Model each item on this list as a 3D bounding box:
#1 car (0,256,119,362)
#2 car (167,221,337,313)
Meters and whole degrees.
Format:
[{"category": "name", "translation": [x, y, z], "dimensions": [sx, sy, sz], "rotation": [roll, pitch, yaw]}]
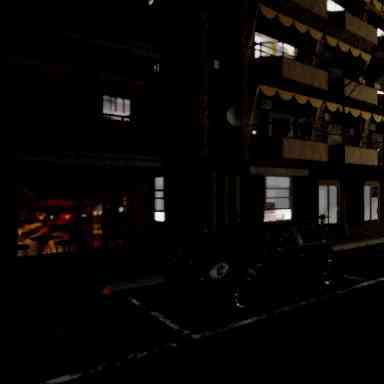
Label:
[{"category": "car", "translation": [-3.068, 1.582, 4.379], "dimensions": [4.206, 1.307, 1.802], "rotation": [0, 0, -36]}, {"category": "car", "translation": [1.430, 1.438, 7.590], "dimensions": [4.097, 1.590, 1.967], "rotation": [0, 0, -36]}]
